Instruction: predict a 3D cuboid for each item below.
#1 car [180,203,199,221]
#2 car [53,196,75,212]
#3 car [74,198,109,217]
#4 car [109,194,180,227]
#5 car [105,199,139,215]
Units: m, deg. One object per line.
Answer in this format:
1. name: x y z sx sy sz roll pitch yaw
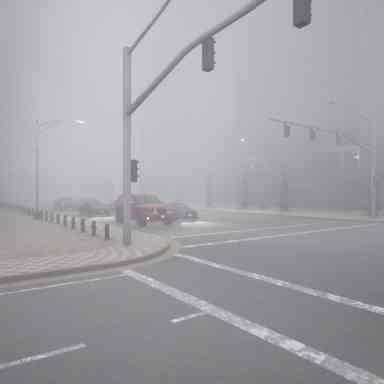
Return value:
1. car: -1.295 1.508 25.778 1.994 1.385 4.181 0 0 -36
2. car: -14.671 1.297 38.702 2.097 1.767 4.553 0 0 -35
3. car: -8.931 1.508 30.485 1.994 1.385 4.181 0 0 -35
4. car: -3.419 1.166 22.723 2.150 2.045 5.566 0 0 -36
5. car: -7.270 1.509 34.216 1.994 1.385 4.181 0 0 -35
